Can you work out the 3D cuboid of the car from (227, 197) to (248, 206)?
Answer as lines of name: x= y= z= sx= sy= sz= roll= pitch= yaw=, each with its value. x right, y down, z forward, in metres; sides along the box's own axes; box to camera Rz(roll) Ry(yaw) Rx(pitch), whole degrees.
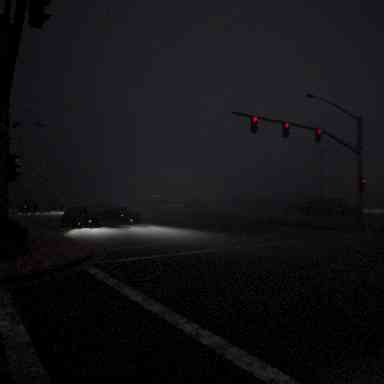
car: x=9.716 y=1.962 z=71.647 sx=1.932 sy=1.855 sz=4.605 roll=1 pitch=-1 yaw=-34

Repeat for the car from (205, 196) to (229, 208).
car: x=5.138 y=2.141 z=68.456 sx=1.970 sy=1.475 sz=3.806 roll=1 pitch=-1 yaw=-34

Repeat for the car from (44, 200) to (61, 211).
car: x=-19.356 y=1.853 z=46.589 sx=2.128 sy=1.511 sz=4.902 roll=1 pitch=-1 yaw=-34

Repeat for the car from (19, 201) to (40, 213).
car: x=-20.640 y=1.834 z=42.250 sx=1.812 sy=1.442 sz=4.674 roll=1 pitch=-1 yaw=-34

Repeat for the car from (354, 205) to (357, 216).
car: x=16.526 y=1.645 z=36.791 sx=1.905 sy=1.878 sz=3.866 roll=1 pitch=-1 yaw=-34

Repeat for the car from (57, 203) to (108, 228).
car: x=-7.864 y=1.760 z=23.640 sx=1.994 sy=1.385 sz=4.181 roll=1 pitch=-1 yaw=-35

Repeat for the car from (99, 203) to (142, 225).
car: x=-5.778 y=1.843 z=26.781 sx=1.895 sy=1.301 sz=4.718 roll=1 pitch=-1 yaw=-35

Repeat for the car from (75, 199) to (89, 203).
car: x=-19.457 y=1.997 z=59.153 sx=1.837 sy=1.490 sz=4.892 roll=1 pitch=-1 yaw=-35

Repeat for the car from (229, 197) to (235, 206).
car: x=7.528 y=2.142 z=70.089 sx=1.784 sy=1.438 sz=3.905 roll=1 pitch=-1 yaw=-34

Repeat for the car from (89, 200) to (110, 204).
car: x=-13.708 y=1.968 z=50.893 sx=1.812 sy=1.442 sz=4.674 roll=1 pitch=-1 yaw=-34

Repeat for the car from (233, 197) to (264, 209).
car: x=8.900 y=2.002 z=52.734 sx=1.970 sy=1.475 sz=3.806 roll=1 pitch=-1 yaw=-34

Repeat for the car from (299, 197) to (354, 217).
car: x=14.106 y=1.610 z=35.203 sx=1.932 sy=1.855 sz=4.605 roll=1 pitch=-1 yaw=-34

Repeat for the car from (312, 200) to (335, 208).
car: x=25.225 y=2.191 z=63.926 sx=1.784 sy=1.438 sz=3.905 roll=1 pitch=-1 yaw=-34
